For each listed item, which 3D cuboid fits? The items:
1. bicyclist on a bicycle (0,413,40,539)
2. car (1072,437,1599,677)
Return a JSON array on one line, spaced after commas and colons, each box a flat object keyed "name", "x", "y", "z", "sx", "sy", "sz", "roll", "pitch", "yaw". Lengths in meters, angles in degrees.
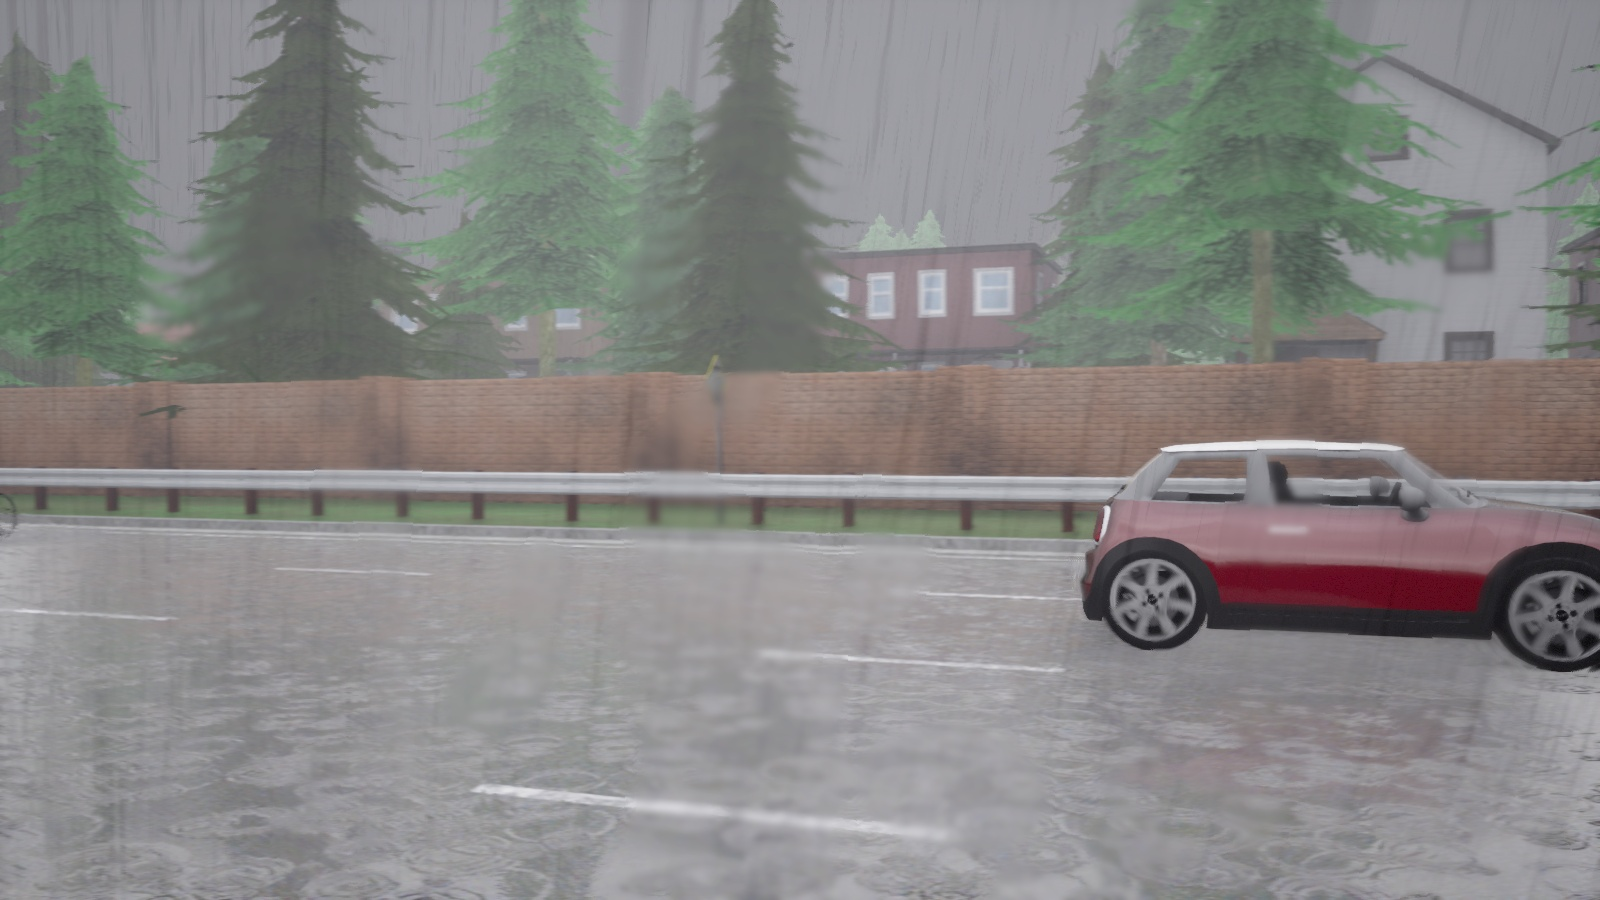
[{"name": "bicyclist on a bicycle", "x": -12.090, "y": 0.358, "z": 18.336, "sx": 1.843, "sy": 1.776, "sz": 0.659, "roll": 0, "pitch": 1, "yaw": 19}, {"name": "car", "x": 4.047, "y": 0.660, "z": 9.216, "sx": 3.806, "sy": 1.475, "sz": 1.970, "roll": 1, "pitch": 1, "yaw": 19}]
